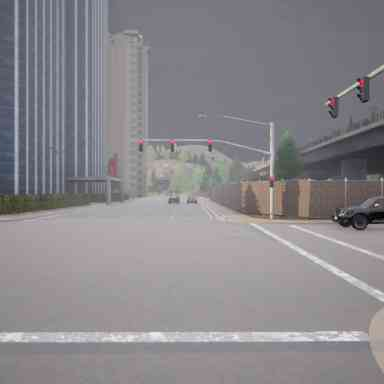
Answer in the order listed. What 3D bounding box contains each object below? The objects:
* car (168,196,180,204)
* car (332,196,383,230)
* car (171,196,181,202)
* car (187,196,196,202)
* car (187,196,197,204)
[{"bbox_3d":[-3.492,1.478,64.188,1.882,1.535,5.008,0,0,0],"label":"car"},{"bbox_3d":[11.816,1.277,20.920,5.566,2.045,2.150,0,0,0],"label":"car"},{"bbox_3d":[-3.603,1.540,74.406,2.033,1.411,5.357,0,0,0],"label":"car"},{"bbox_3d":[-0.104,1.595,74.547,1.895,1.301,4.718,0,0,0],"label":"car"},{"bbox_3d":[0.009,1.564,64.585,1.994,1.385,4.181,0,0,0],"label":"car"}]
